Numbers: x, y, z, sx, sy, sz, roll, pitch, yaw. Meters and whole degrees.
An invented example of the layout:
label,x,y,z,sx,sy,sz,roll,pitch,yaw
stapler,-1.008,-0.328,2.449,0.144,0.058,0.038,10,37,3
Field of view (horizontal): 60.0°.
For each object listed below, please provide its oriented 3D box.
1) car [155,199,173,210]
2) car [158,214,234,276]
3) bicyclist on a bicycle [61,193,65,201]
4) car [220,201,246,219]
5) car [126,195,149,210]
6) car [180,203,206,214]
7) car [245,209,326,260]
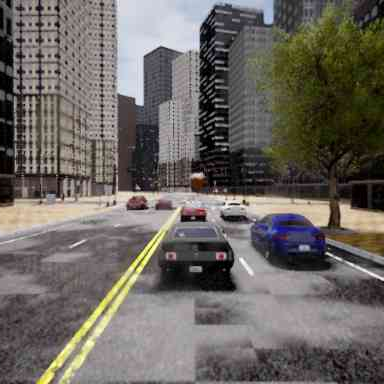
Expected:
label,x,y,z,sx,sy,sz,roll,pitch,yaw
car,-3.299,1.465,39.650,1.895,1.301,4.718,0,0,0
car,0.099,1.571,10.249,1.895,1.301,4.718,0,0,0
bicyclist on a bicycle,-24.713,0.895,63.844,0.582,1.620,1.656,0,1,1
car,3.347,1.438,27.604,1.812,1.442,4.674,0,0,0
car,-6.545,1.213,40.201,2.097,1.767,4.553,0,0,0
car,0.099,1.520,25.623,1.895,1.301,4.718,0,0,0
car,3.350,1.490,12.214,1.812,1.442,4.674,0,0,0
